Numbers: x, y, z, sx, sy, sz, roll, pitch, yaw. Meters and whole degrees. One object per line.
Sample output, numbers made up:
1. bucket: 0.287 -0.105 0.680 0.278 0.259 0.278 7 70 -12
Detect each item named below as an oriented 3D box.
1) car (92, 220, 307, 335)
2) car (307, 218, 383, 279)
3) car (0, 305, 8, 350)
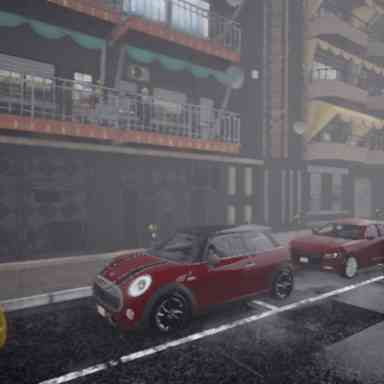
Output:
1. car: 0.139 1.423 6.641 4.097 1.590 1.967 0 1 -35
2. car: 4.742 1.502 9.924 4.507 1.381 1.887 0 1 -35
3. car: -4.601 1.535 3.264 4.829 1.417 1.752 0 1 -35
